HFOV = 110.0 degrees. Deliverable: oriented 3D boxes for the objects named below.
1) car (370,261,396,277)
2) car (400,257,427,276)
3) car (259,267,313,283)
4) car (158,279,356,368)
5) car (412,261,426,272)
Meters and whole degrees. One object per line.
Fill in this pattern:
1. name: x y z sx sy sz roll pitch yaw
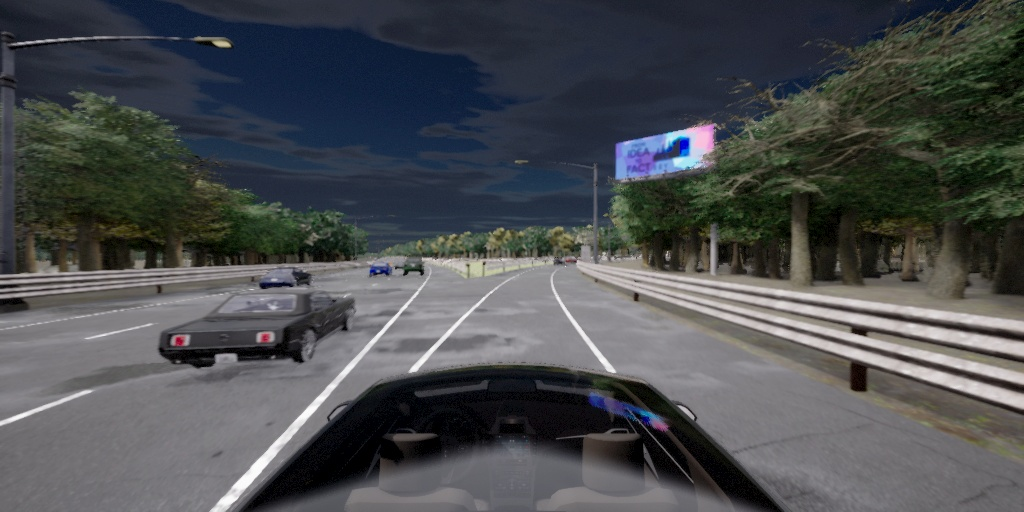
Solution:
1. car: -14.265 1.423 39.263 1.882 1.535 5.008 0 -1 -12
2. car: -11.243 1.167 41.385 2.150 2.045 5.566 0 0 -12
3. car: -14.753 1.420 23.671 1.994 1.385 4.181 0 0 -11
4. car: -4.936 1.359 7.925 1.895 1.301 4.718 0 0 -10
5. car: -13.780 1.539 53.051 1.837 1.490 4.892 0 0 -13
